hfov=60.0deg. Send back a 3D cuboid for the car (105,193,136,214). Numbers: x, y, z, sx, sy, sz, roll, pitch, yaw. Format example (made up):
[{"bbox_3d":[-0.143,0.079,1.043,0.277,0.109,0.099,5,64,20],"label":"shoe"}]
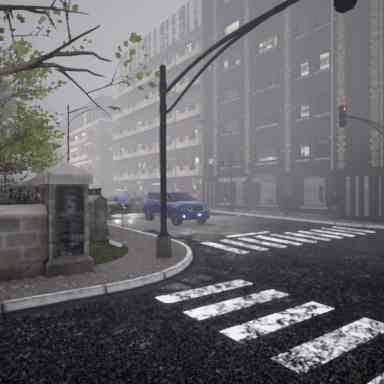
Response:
[{"bbox_3d":[-6.855,1.097,29.322,1.994,1.385,4.181,0,1,-36],"label":"car"}]

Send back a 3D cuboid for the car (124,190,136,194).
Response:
[{"bbox_3d":[-5.136,0.726,36.794,2.192,1.841,5.009,1,1,-36],"label":"car"}]

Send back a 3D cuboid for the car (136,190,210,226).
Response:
[{"bbox_3d":[-1.195,0.925,21.594,2.150,2.045,5.566,0,1,-36],"label":"car"}]

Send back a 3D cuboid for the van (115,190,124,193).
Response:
[{"bbox_3d":[-8.401,0.654,41.249,1.690,1.788,3.998,1,1,-36],"label":"van"}]

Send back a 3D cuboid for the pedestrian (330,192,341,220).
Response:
[{"bbox_3d":[9.402,0.901,21.910,0.375,1.860,0.375,1,-1,-36],"label":"pedestrian"}]

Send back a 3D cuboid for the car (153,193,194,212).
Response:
[{"bbox_3d":[-1.873,0.949,32.341,1.967,1.590,4.097,1,1,-36],"label":"car"}]
